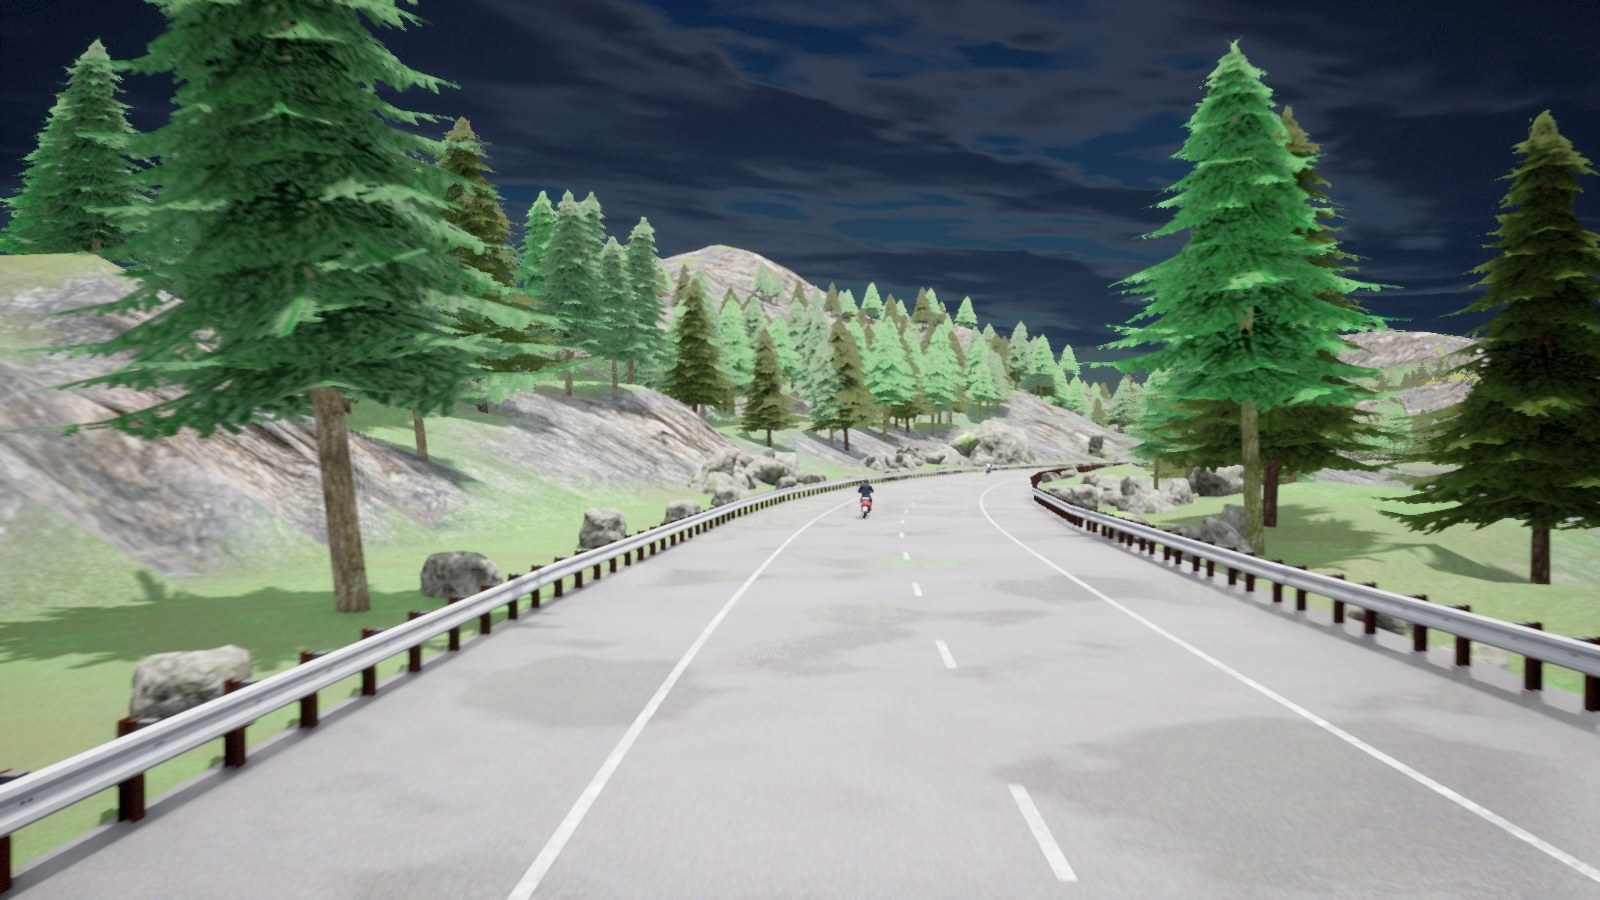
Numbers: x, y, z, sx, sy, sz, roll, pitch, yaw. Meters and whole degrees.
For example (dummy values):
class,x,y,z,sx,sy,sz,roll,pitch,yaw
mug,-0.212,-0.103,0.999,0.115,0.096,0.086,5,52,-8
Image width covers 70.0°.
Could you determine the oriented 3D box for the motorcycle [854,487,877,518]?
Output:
class,x,y,z,sx,sy,sz,roll,pitch,yaw
motorcycle,2.752,2.183,47.765,0.856,1.236,1.805,0,0,6
